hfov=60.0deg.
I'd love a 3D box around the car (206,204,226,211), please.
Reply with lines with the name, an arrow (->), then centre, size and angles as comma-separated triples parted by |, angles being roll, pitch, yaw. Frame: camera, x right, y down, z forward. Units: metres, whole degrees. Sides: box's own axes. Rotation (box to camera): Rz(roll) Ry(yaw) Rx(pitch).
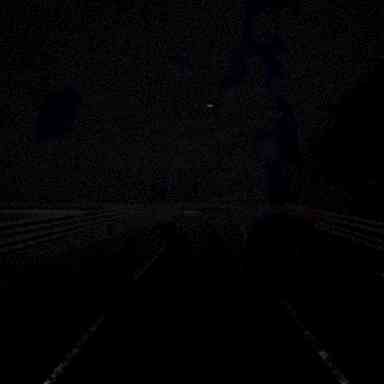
car -> 5.741, 3.738, 79.231 | 4.892, 1.490, 1.837 | 3, -4, -35

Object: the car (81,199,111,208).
car -> -18.350, 2.326, 63.650 | 5.566, 2.045, 2.150 | 1, -4, -16

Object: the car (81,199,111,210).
car -> -19.334, 2.590, 67.093 | 5.566, 2.045, 2.150 | 1, -4, -19

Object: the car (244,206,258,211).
car -> 16.359, 4.467, 91.867 | 4.674, 1.442, 1.812 | 3, -5, -43
